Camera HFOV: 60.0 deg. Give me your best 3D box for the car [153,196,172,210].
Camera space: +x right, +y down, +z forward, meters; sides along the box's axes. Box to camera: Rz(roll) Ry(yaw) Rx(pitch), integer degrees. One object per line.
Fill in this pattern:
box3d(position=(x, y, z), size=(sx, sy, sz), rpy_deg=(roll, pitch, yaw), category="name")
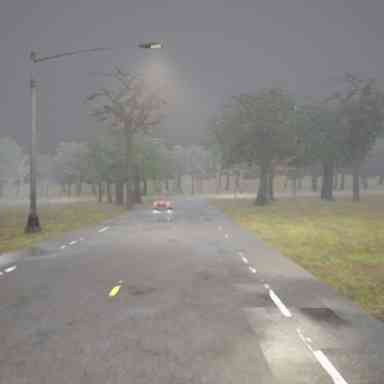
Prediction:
box3d(position=(-3.586, 1.329, 41.397), size=(2.097, 1.767, 4.553), rpy_deg=(0, 0, 0), category="car")
